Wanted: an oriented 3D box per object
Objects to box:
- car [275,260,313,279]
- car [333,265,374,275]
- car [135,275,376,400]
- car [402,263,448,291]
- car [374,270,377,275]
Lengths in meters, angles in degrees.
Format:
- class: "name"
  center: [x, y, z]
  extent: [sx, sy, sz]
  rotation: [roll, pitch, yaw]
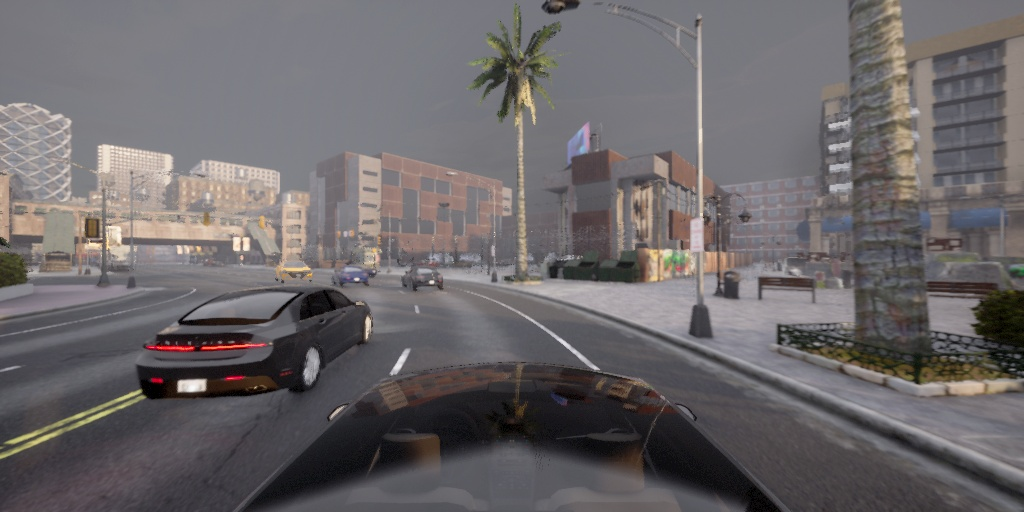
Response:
- class: "car"
  center: [-15.710, 1.037, 25.736]
  extent: [1.882, 1.535, 5.008]
  rotation: [0, 0, -39]
- class: "car"
  center: [-11.702, 1.413, 25.911]
  extent: [1.812, 1.442, 4.674]
  rotation: [0, 0, -35]
- class: "car"
  center: [-4.047, 1.291, 6.649]
  extent: [1.837, 1.490, 4.892]
  rotation: [0, 0, -6]
- class: "car"
  center: [-5.752, 1.375, 22.938]
  extent: [1.812, 1.442, 4.674]
  rotation: [0, 0, -28]
- class: "car"
  center: [-15.147, 1.535, 35.113]
  extent: [4.718, 1.301, 1.895]
  rotation: [0, 0, 44]
